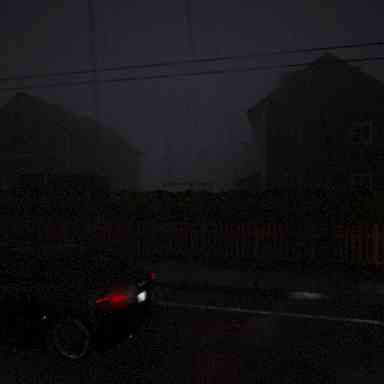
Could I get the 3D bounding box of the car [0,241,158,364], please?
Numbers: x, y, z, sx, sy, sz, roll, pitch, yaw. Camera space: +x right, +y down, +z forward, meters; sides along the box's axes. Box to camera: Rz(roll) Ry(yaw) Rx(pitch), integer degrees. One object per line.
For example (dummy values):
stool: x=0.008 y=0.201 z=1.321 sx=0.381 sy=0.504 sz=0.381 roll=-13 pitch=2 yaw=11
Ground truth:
car: x=-2.697 y=1.560 z=5.566 sx=4.181 sy=1.385 sz=1.994 roll=0 pitch=0 yaw=14
